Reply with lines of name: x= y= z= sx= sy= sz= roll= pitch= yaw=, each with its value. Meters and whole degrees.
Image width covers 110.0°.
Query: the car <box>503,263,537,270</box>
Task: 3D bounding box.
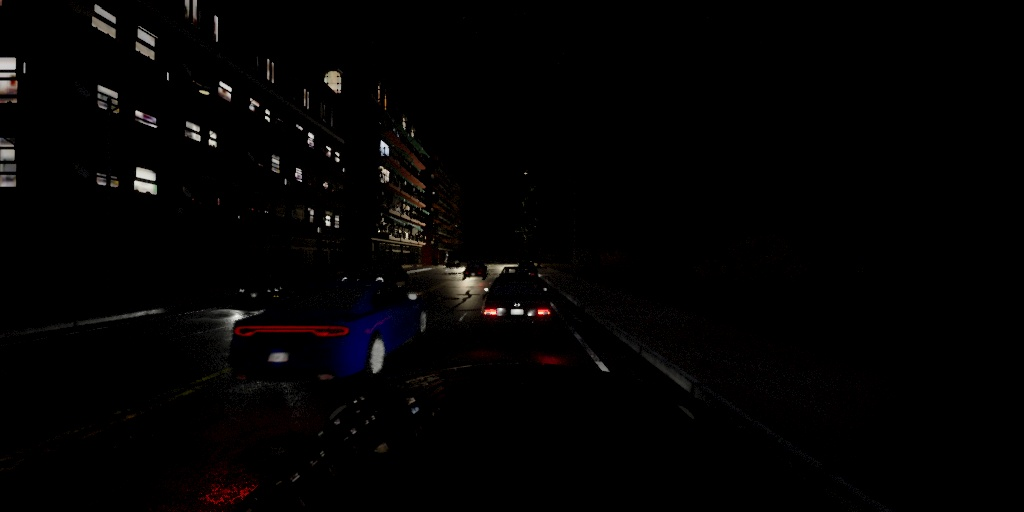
car: x=0.124 y=1.300 z=20.899 sx=2.033 sy=1.411 sz=5.357 roll=0 pitch=0 yaw=0

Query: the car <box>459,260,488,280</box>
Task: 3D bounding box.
car: x=-3.116 y=1.279 z=31.099 sx=1.812 sy=1.442 sz=4.674 roll=0 pitch=0 yaw=0

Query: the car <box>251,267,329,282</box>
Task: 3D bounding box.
car: x=-9.833 y=1.257 z=16.081 sx=1.837 sy=1.490 sz=4.892 roll=0 pitch=0 yaw=0

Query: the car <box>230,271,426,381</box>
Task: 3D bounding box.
car: x=-3.145 y=1.228 z=7.311 sx=1.882 sy=1.535 sz=5.008 roll=0 pitch=0 yaw=0

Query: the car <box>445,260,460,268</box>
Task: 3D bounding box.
car: x=-9.756 y=1.298 z=59.232 sx=2.033 sy=1.411 sz=5.357 roll=0 pitch=0 yaw=0

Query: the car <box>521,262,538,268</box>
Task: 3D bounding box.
car: x=1.174 y=1.258 z=30.666 sx=1.837 sy=1.490 sz=4.892 roll=0 pitch=0 yaw=0

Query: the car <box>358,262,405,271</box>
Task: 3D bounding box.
car: x=-6.581 y=1.104 z=17.558 sx=2.097 sy=1.767 sz=4.553 roll=0 pitch=0 yaw=0

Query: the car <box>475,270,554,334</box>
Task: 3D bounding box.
car: x=0.113 y=1.299 z=10.538 sx=2.033 sy=1.411 sz=5.357 roll=0 pitch=0 yaw=0

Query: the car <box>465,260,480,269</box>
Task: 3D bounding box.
car: x=-6.509 y=1.352 z=59.527 sx=1.895 sy=1.301 sz=4.718 roll=0 pitch=0 yaw=0
